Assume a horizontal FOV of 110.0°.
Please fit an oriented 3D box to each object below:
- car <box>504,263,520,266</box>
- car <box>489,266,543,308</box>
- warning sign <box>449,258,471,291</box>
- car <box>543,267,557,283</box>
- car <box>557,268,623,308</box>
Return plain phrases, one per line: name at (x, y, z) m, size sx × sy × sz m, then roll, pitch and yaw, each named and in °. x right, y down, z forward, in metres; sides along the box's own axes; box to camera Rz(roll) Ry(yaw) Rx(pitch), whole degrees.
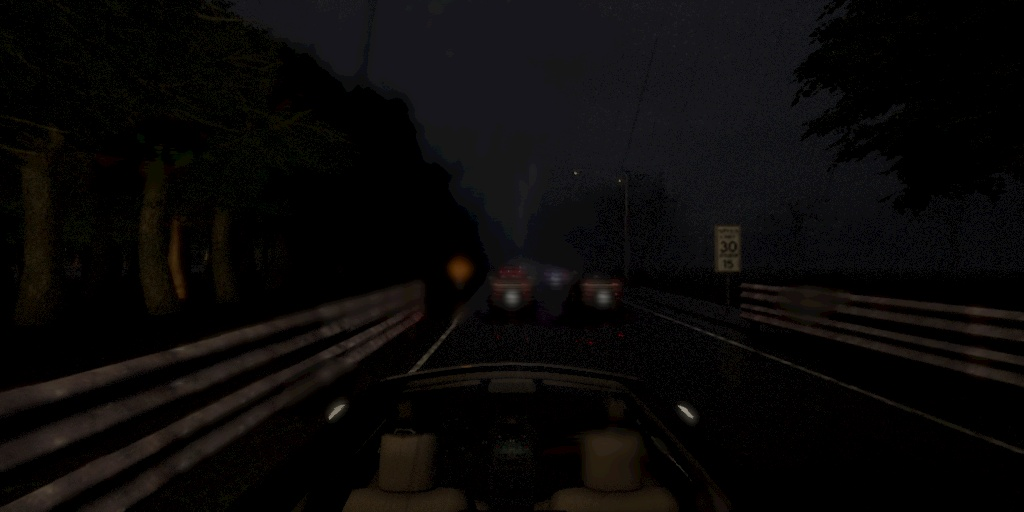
car at (0.020, 1.371, 30.882) m, size 2.097 × 1.767 × 4.553 m, roll 0°, pitch -1°, yaw 0°
car at (0.012, 1.376, 16.102) m, size 2.128 × 1.511 × 4.902 m, roll 0°, pitch 0°, yaw 0°
warning sign at (-3.039, 1.044, 20.952) m, size 1.300 × 1.860 × 1.060 m, roll 0°, pitch 0°, yaw 0°
car at (3.519, 1.622, 30.907) m, size 1.895 × 1.301 × 4.718 m, roll 0°, pitch 0°, yaw 0°
car at (3.512, 1.376, 16.098) m, size 2.128 × 1.511 × 4.902 m, roll 0°, pitch 0°, yaw 0°
